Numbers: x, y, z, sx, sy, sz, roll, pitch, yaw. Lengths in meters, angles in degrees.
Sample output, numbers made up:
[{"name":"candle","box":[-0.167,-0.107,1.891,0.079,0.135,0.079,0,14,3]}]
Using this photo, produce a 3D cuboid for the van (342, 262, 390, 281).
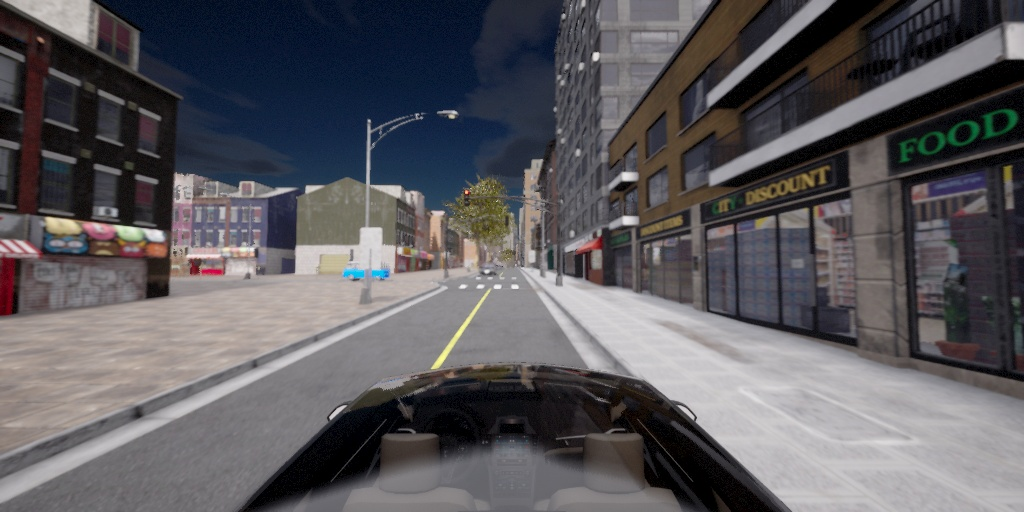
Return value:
[{"name":"van","box":[-12.916,1.408,31.871,3.998,1.789,1.690,0,0,0]}]

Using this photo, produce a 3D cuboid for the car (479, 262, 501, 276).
[{"name":"car","box":[-2.738,1.572,41.826,2.128,1.511,4.902,0,0,0]}]
